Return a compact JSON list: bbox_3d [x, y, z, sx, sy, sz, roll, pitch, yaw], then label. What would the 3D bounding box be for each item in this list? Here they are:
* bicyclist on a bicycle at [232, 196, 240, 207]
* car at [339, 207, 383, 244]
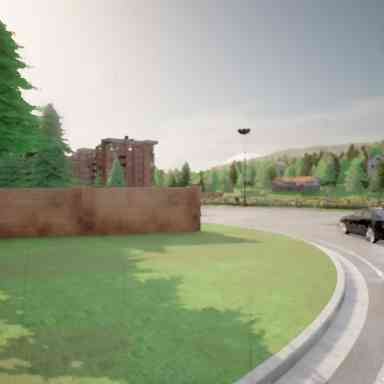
[{"bbox_3d":[6.921,1.481,52.459,1.656,1.620,0.582,-1,0,-35],"label":"bicyclist on a bicycle"},{"bbox_3d":[8.733,1.468,15.783,1.882,1.535,5.008,0,0,3],"label":"car"}]
